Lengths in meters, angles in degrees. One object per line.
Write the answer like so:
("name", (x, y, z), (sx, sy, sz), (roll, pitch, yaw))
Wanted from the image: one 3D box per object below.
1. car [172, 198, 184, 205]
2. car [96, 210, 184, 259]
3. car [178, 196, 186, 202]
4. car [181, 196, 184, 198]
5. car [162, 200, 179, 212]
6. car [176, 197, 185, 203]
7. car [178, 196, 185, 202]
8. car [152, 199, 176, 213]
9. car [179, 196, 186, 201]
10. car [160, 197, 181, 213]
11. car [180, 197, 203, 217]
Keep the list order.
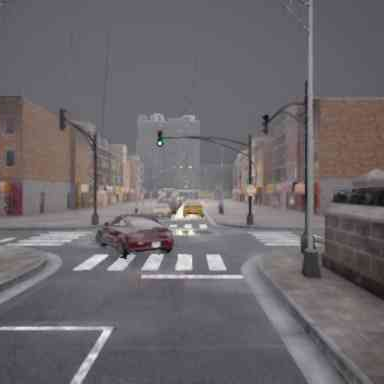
("car", (-2.631, 1.770, 62.747), (2.008, 1.369, 4.403), (0, 0, 0))
("car", (-2.315, 1.577, 12.987), (1.812, 1.442, 4.674), (0, 0, -30))
("car", (-2.628, 1.886, 90.008), (1.947, 1.339, 4.313), (0, 0, 0))
("car", (-2.633, 1.745, 51.843), (1.947, 1.339, 4.313), (0, 0, 0))
("car", (-2.634, 1.722, 40.939), (1.802, 1.307, 4.206), (0, 0, 0))
("car", (-2.629, 1.831, 79.104), (2.008, 1.369, 4.403), (0, 0, 0))
("car", (-2.629, 1.825, 84.386), (1.752, 1.417, 4.829), (0, 0, 0))
("car", (-2.636, 1.626, 29.865), (1.752, 1.417, 4.829), (0, 0, 0))
("car", (-2.627, 1.922, 95.460), (1.802, 1.307, 4.206), (0, 0, 0))
("car", (-2.635, 1.435, 35.488), (2.192, 1.841, 5.009), (0, 0, 0))
("car", (0.105, 1.590, 33.260), (1.882, 1.535, 5.008), (0, 0, 0))
